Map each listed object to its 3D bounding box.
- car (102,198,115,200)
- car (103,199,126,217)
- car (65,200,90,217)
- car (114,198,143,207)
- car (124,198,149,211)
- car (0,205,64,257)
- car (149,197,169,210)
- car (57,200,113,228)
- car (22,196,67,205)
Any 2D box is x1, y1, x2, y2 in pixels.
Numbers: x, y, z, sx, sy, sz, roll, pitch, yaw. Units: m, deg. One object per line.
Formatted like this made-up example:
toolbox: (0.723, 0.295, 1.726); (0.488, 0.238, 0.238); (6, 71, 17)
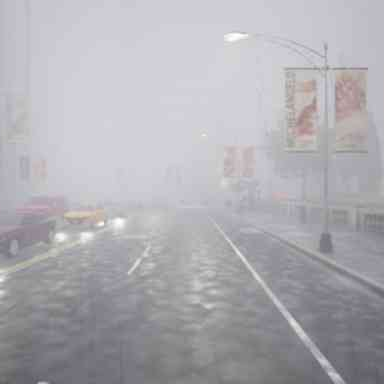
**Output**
car: (-13.137, 1.607, 52.036); (1.882, 1.535, 5.008); (0, 0, -43)
car: (-7.724, 1.682, 32.694); (1.895, 1.301, 4.718); (0, 0, -10)
car: (-11.658, 1.633, 34.236); (2.033, 1.411, 5.357); (0, 0, -14)
car: (-10.410, 1.683, 54.230); (2.033, 1.411, 5.357); (0, 0, -43)
car: (-7.586, 1.709, 43.412); (1.895, 1.301, 4.718); (0, 0, -25)
car: (-7.106, 1.511, 13.214); (1.882, 1.535, 5.008); (0, 0, 0)
car: (-4.931, 1.467, 45.898); (2.097, 1.767, 4.553); (0, 0, -29)
car: (-7.112, 1.534, 22.759); (1.882, 1.535, 5.008); (0, 0, 0)
car: (-10.591, 1.281, 23.840); (2.150, 2.045, 5.566); (0, 0, 0)
